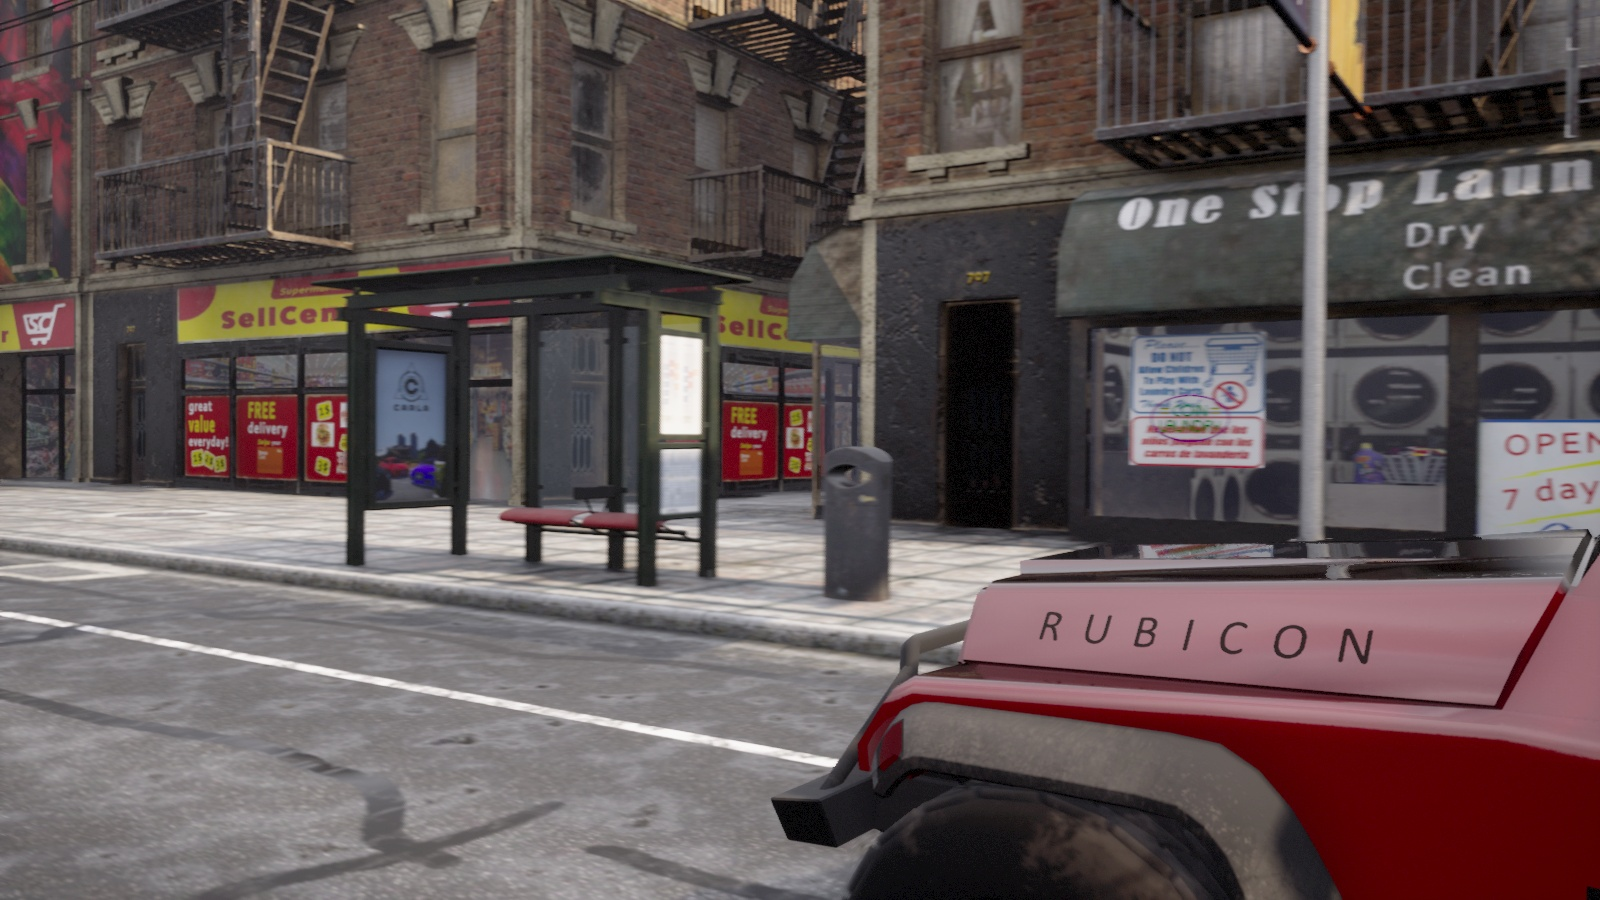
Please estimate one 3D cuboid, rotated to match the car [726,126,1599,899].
[{"bbox_3d":[1.996,0.478,2.293,3.866,1.878,1.905,0,1,34],"label":"car"}]
